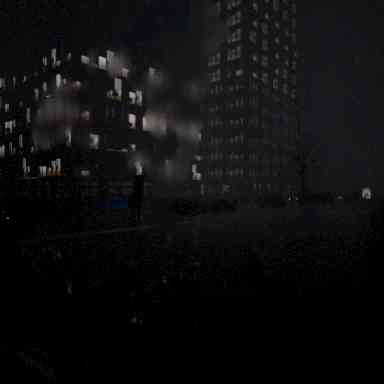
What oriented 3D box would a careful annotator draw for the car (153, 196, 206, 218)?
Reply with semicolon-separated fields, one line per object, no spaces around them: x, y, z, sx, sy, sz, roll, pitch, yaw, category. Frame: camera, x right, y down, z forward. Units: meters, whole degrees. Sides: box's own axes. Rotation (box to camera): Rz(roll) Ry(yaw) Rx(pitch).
-1.146;1.241;27.104;1.967;1.590;4.097;1;1;40;car

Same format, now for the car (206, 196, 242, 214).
2.504;1.320;31.469;1.947;1.339;4.313;1;1;40;car

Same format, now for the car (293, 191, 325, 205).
17.228;0.885;48.815;2.192;1.841;5.009;1;1;40;car

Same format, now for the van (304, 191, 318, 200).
25.639;0.695;71.578;1.690;1.788;3.998;1;1;40;van

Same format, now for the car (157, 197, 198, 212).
-1.502;1.289;35.800;1.994;1.385;4.181;0;1;41;car

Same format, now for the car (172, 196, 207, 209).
-0.221;1.219;41.300;1.887;1.381;4.507;1;1;40;car

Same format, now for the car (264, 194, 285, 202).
14.558;1.057;58.601;1.947;1.339;4.313;1;1;40;car

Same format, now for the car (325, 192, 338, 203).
20.921;0.840;53.141;2.192;1.841;5.009;1;1;40;car

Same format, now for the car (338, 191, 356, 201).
28.417;0.957;61.927;1.752;1.417;4.829;1;1;40;car

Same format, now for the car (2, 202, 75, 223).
-11.201;1.446;24.444;1.895;1.301;4.718;0;1;38;car

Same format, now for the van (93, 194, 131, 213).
-7.692;1.107;32.716;1.690;1.788;3.998;1;1;40;van

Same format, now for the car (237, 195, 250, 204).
7.171;1.148;49.947;1.947;1.339;4.313;1;1;40;car

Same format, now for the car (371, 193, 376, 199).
39.386;0.848;74.779;2.008;1.369;4.403;1;1;40;car

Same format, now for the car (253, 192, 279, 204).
10.360;1.111;44.853;2.128;1.511;4.902;0;1;41;car

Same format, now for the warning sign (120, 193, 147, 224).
-3.643;0.977;20.726;1.300;1.860;1.060;0;0;40;warning sign

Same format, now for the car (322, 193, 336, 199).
33.025;0.829;80.236;1.947;1.339;4.313;1;1;40;car

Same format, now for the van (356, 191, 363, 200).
35.694;0.683;70.449;1.690;1.788;3.998;1;1;40;van

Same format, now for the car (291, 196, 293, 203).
17.043;1.137;52.757;1.895;1.301;4.718;0;1;40;car

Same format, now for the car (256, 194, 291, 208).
9.840;1.244;40.165;1.802;1.307;4.206;1;1;40;car
